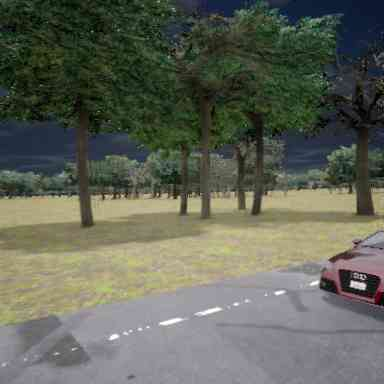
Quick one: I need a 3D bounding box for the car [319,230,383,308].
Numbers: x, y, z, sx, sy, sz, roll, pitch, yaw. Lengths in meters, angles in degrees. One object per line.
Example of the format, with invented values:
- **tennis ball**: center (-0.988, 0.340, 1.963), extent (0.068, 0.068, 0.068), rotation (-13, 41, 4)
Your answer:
- **car**: center (4.714, 1.554, 7.355), extent (4.181, 1.385, 1.994), rotation (0, 0, -35)
